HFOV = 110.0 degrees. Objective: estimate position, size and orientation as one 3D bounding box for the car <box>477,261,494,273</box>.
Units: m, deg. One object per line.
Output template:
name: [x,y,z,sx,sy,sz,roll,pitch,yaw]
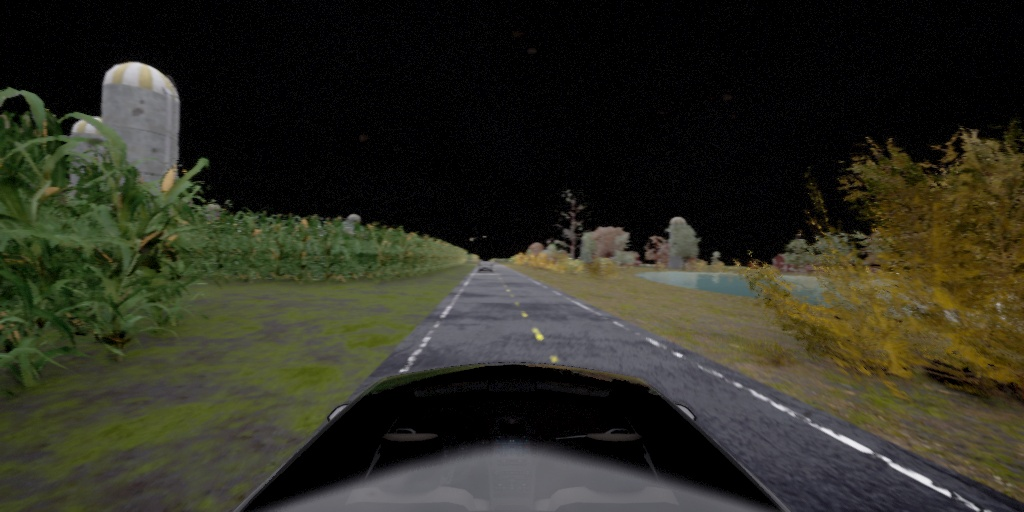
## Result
car: [-3.317,1.351,44.933,1.837,1.490,4.892,2,0,-4]
